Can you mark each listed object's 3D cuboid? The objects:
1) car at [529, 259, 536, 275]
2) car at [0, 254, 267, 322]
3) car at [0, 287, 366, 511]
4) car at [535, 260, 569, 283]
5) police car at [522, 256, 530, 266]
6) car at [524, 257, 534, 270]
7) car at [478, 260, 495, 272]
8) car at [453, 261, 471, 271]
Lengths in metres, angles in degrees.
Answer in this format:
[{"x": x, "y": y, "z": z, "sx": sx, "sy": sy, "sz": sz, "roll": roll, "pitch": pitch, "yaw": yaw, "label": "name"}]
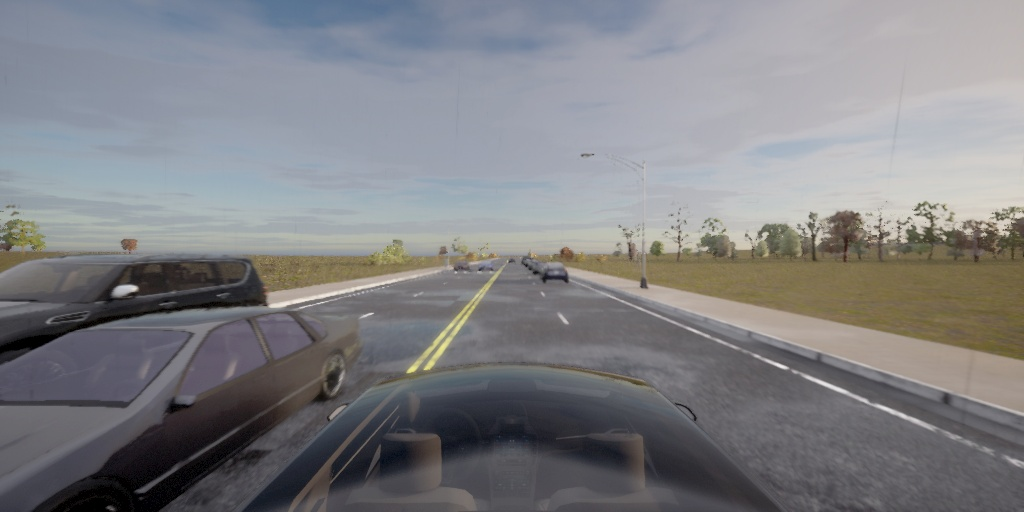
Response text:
[{"x": 3.241, "y": 1.314, "z": 39.215, "sx": 1.994, "sy": 1.385, "sz": 4.181, "roll": 0, "pitch": 0, "yaw": 0, "label": "car"}, {"x": -6.600, "y": 0.974, "z": 5.907, "sx": 2.150, "sy": 2.045, "sz": 5.566, "roll": 0, "pitch": 0, "yaw": 0, "label": "car"}, {"x": -3.351, "y": 1.297, "z": 3.660, "sx": 2.033, "sy": 1.411, "sz": 5.357, "roll": 0, "pitch": 0, "yaw": 0, "label": "car"}, {"x": 3.244, "y": 1.255, "z": 28.246, "sx": 2.163, "sy": 1.488, "sz": 4.792, "roll": 0, "pitch": 0, "yaw": 0, "label": "car"}, {"x": 3.236, "y": 1.173, "z": 61.325, "sx": 1.930, "sy": 1.638, "sz": 5.238, "roll": 0, "pitch": 0, "yaw": 0, "label": "police car"}, {"x": 3.239, "y": 1.241, "z": 50.215, "sx": 2.128, "sy": 1.511, "sz": 4.902, "roll": 0, "pitch": 0, "yaw": 0, "label": "car"}, {"x": -3.317, "y": 1.275, "z": 46.897, "sx": 1.812, "sy": 1.442, "sz": 4.674, "roll": 0, "pitch": 0, "yaw": 0, "label": "car"}, {"x": -6.565, "y": 1.313, "z": 47.791, "sx": 1.994, "sy": 1.385, "sz": 4.181, "roll": 0, "pitch": 0, "yaw": 1, "label": "car"}]
